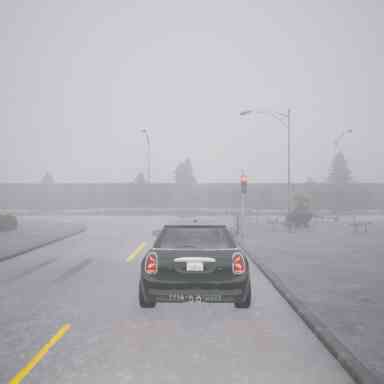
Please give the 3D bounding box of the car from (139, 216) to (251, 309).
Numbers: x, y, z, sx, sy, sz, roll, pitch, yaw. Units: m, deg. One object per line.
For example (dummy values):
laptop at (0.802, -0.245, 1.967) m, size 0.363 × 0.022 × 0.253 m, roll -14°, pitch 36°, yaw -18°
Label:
car at (0.075, 1.352, 8.061) m, size 2.097 × 1.767 × 4.553 m, roll 0°, pitch 0°, yaw 1°
